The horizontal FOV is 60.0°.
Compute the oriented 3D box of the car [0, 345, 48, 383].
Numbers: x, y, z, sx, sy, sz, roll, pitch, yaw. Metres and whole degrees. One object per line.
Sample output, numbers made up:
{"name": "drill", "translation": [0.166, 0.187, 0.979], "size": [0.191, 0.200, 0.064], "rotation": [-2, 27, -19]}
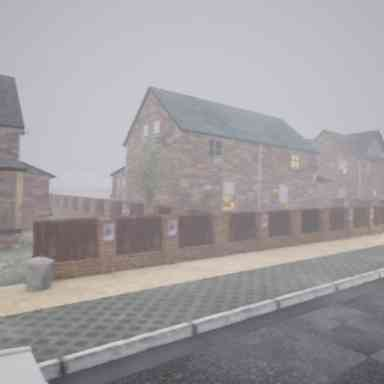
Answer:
{"name": "car", "translation": [-2.866, 1.599, 1.026], "size": [4.718, 1.301, 1.895], "rotation": [0, 0, -36]}
